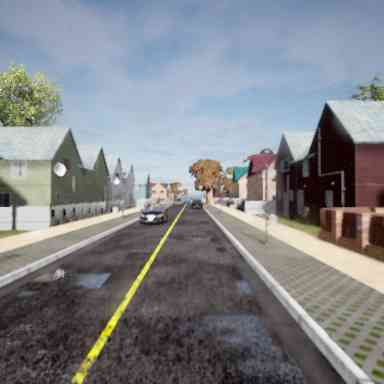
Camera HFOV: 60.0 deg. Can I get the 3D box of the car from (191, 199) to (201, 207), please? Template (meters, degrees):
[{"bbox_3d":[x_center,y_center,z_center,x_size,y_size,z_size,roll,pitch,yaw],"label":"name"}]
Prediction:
[{"bbox_3d":[0.811,2.060,63.761,1.812,1.442,4.674,0,-1,0],"label":"car"}]

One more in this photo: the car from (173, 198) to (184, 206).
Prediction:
[{"bbox_3d":[-2.766,1.926,67.906,2.097,1.767,4.553,0,-1,0],"label":"car"}]

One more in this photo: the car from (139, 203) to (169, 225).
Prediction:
[{"bbox_3d":[-2.853,1.629,25.505,2.128,1.511,4.902,0,0,0],"label":"car"}]

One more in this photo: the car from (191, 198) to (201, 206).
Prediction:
[{"bbox_3d":[0.809,2.109,69.761,1.837,1.490,4.892,0,-1,0],"label":"car"}]

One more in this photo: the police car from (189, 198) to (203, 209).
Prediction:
[{"bbox_3d":[0.813,1.844,53.873,1.930,1.638,5.238,0,-1,0],"label":"police car"}]
